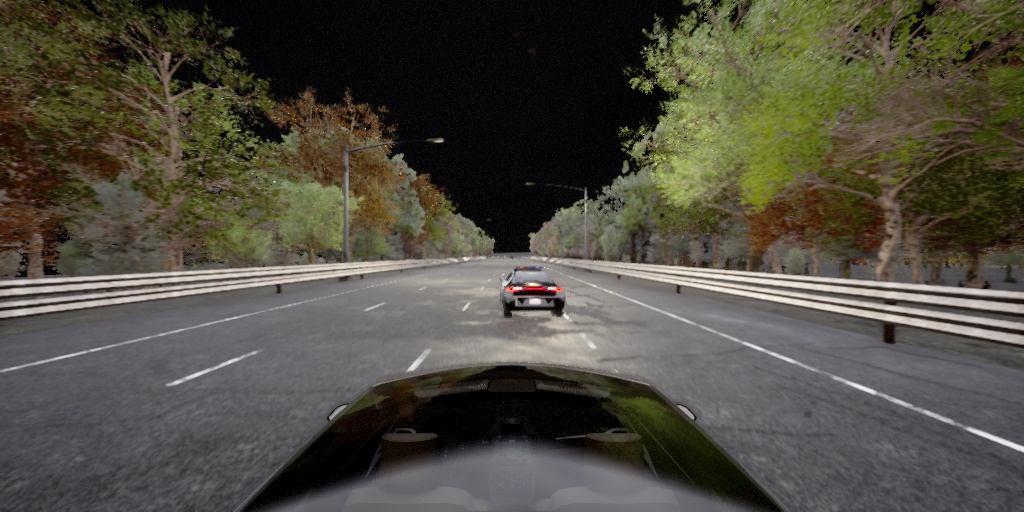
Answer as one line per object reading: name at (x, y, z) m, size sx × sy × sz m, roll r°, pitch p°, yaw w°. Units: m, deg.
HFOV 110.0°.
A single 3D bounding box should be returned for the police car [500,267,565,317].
police car at (0.581, 1.175, 13.188) m, size 2.038 × 1.542 × 4.974 m, roll 0°, pitch 0°, yaw -3°
